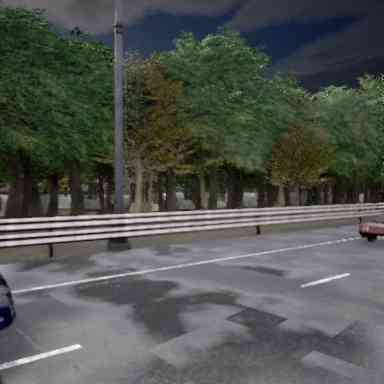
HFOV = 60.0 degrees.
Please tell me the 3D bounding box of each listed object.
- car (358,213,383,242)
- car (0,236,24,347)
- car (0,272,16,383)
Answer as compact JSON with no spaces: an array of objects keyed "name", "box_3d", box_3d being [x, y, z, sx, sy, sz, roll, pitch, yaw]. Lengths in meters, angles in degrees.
[{"name":"car","box_3d":[9.514,1.579,14.838,4.718,1.301,1.895,0,0,-36]},{"name":"car","box_3d":[-4.816,1.565,4.611,4.181,1.385,1.994,0,0,-36]},{"name":"car","box_3d":[-3.616,1.550,1.168,5.357,1.411,2.033,0,0,-36]}]
